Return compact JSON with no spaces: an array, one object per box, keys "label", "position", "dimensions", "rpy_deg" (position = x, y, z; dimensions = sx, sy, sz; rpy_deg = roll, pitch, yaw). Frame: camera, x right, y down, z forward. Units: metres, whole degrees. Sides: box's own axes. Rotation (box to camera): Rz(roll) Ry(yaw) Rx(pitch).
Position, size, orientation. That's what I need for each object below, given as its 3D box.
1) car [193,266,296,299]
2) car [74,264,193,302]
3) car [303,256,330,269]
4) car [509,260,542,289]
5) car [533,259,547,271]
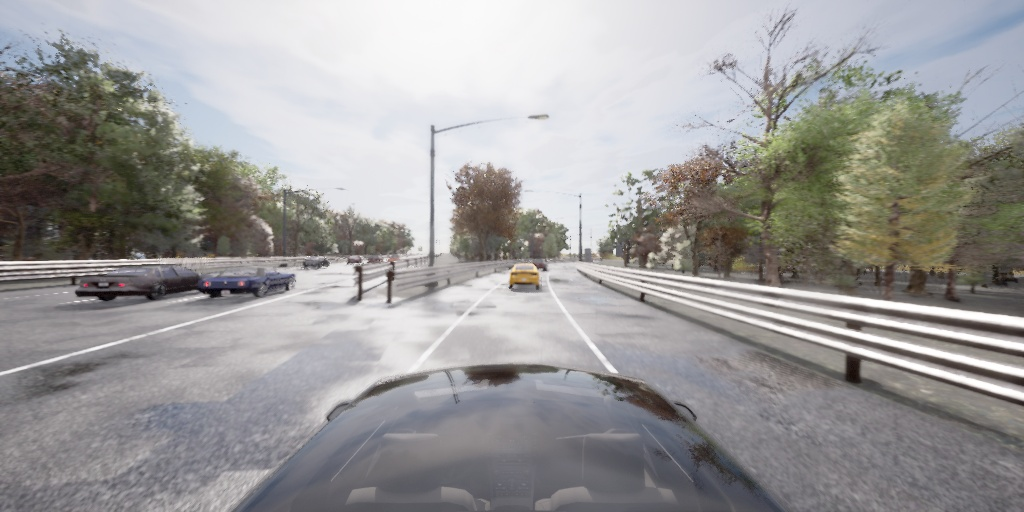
[{"label":"car","position":[-11.628,1.119,16.237],"dimensions":[1.895,1.301,4.718],"rpy_deg":[0,0,-11]},{"label":"car","position":[-14.996,1.046,15.223],"dimensions":[2.033,1.411,5.357],"rpy_deg":[0,0,-11]},{"label":"car","position":[-23.950,0.788,44.105],"dimensions":[2.128,1.511,4.902],"rpy_deg":[0,0,-11]},{"label":"car","position":[0.875,1.250,23.717],"dimensions":[1.882,1.535,5.008],"rpy_deg":[0,0,4]},{"label":"car","position":[3.815,1.143,50.561],"dimensions":[2.097,1.767,4.553],"rpy_deg":[0,0,10]}]
